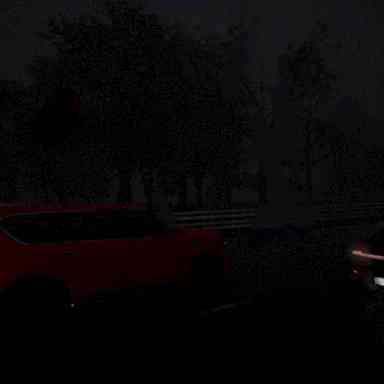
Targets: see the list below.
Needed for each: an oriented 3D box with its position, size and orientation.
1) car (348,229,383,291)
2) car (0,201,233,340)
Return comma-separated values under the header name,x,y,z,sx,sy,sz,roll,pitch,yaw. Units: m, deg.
name,x,y,z,sx,sy,sz,roll,pitch,yaw
car,5.555,1.452,7.608,4.902,1.511,2.128,0,0,-35
car,-1.729,1.209,6.787,5.566,2.045,2.150,0,0,-35
